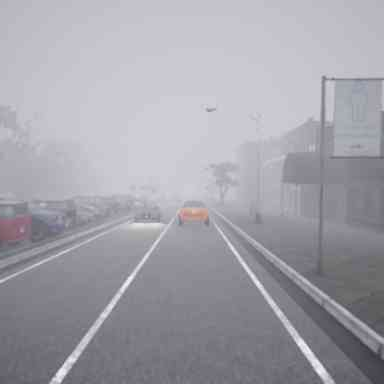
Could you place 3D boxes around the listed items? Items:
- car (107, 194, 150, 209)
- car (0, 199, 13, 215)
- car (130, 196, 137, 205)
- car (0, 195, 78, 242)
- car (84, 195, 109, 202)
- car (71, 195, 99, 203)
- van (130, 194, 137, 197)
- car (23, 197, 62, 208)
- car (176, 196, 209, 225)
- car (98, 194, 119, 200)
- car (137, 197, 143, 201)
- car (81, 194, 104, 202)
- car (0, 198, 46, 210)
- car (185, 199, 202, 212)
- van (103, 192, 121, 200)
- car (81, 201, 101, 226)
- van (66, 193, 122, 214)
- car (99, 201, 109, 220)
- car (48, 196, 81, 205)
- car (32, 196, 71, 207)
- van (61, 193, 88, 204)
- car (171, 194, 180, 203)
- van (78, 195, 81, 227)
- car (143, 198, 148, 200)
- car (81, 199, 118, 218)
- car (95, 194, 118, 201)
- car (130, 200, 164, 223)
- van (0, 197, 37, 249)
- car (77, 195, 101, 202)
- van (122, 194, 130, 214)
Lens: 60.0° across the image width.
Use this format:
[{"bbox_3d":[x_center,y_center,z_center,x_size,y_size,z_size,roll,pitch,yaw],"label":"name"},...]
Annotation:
[{"bbox_3d":[-8.905,1.255,47.135,5.566,2.045,2.435,0,0,0],"label":"car"},{"bbox_3d":[-22.004,1.553,35.161,4.892,1.521,2.231,0,0,0],"label":"car"},{"bbox_3d":[-8.925,1.548,35.922,5.008,1.535,2.097,0,0,0],"label":"car"},{"bbox_3d":[-8.897,1.295,16.292,5.566,2.045,2.435,0,0,0],"label":"car"},{"bbox_3d":[-22.026,1.401,76.794,5.008,1.535,2.097,0,0,0],"label":"car"},{"bbox_3d":[-22.013,1.429,68.467,5.008,1.535,2.097,0,0,0],"label":"car"},{"bbox_3d":[-9.048,1.312,38.725,4.442,1.987,1.878,0,0,0],"label":"van"},{"bbox_3d":[-22.042,1.530,49.038,4.792,1.488,2.163,0,0,0],"label":"car"},{"bbox_3d":[0.128,1.404,24.841,2.097,1.767,4.553,0,0,0],"label":"car"},{"bbox_3d":[-22.052,1.396,87.895,4.792,1.488,2.163,0,0,0],"label":"car"},{"bbox_3d":[-8.934,1.567,41.529,4.674,1.452,2.002,0,0,0],"label":"car"},{"bbox_3d":[-22.051,1.284,74.018,4.553,1.767,2.185,0,0,0],"label":"car"},{"bbox_3d":[-22.017,1.521,43.487,5.008,1.535,2.097,0,0,0],"label":"car"},{"bbox_3d":[0.146,1.581,41.725,2.033,1.411,5.357,0,0,0],"label":"car"},{"bbox_3d":[-21.906,1.133,90.668,4.442,1.987,1.878,0,0,0],"label":"van"},{"bbox_3d":[-8.933,1.563,21.899,4.892,1.521,2.231,0,0,0],"label":"car"},{"bbox_3d":[-9.045,1.337,30.313,4.442,1.987,1.878,0,0,0],"label":"van"},{"bbox_3d":[-8.925,1.607,24.702,4.674,1.452,2.002,0,0,0],"label":"car"},{"bbox_3d":[-21.986,1.499,57.365,4.792,1.488,2.163,0,0,0],"label":"car"},{"bbox_3d":[-21.828,1.487,51.813,5.366,1.575,1.946,0,0,0],"label":"car"},{"bbox_3d":[-22.133,1.223,62.914,4.442,1.987,1.878,0,0,0],"label":"van"},{"bbox_3d":[-3.180,1.285,67.620,2.097,1.767,4.553,0,0,0],"label":"car"},{"bbox_3d":[-9.043,1.331,19.092,4.442,1.987,1.878,0,0,0],"label":"van"},{"bbox_3d":[-8.747,1.514,44.332,5.366,1.575,1.946,0,0,0],"label":"car"},{"bbox_3d":[-8.957,1.598,27.510,4.792,1.488,2.163,0,0,0],"label":"car"},{"bbox_3d":[-21.836,1.372,85.118,5.366,1.575,1.946,0,0,0],"label":"car"},{"bbox_3d":[-3.318,1.615,26.236,1.994,1.385,4.181,0,0,0],"label":"car"},{"bbox_3d":[-9.041,1.309,13.488,4.442,1.987,1.878,0,0,0],"label":"van"},{"bbox_3d":[-22.017,1.459,71.243,4.674,1.452,2.002,0,0,0],"label":"car"},{"bbox_3d":[-8.813,1.332,33.115,4.442,1.987,1.878,0,0,0],"label":"van"}]
